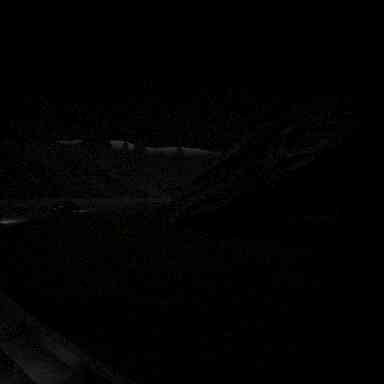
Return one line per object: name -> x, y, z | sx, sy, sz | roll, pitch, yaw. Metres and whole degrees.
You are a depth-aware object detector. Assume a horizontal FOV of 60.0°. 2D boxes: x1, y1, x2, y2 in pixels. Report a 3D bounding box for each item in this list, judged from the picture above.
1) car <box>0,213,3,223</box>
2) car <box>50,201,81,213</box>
car -> -14.957, 1.638, 23.416 | 1.812, 1.442, 4.674 | 0, 0, -13
car -> -15.172, 1.754, 39.976 | 1.812, 1.442, 4.674 | 0, 0, 10
